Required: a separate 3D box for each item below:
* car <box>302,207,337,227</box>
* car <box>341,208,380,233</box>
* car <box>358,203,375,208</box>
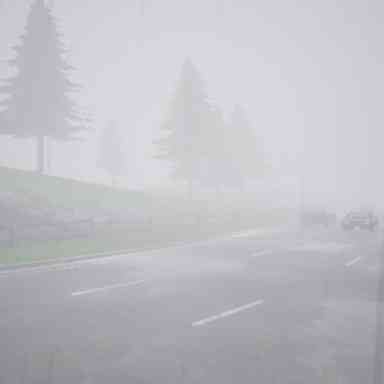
[{"bbox_3d":[10.696,2.023,27.703,1.882,1.535,5.008,-2,-2,35],"label":"car"},{"bbox_3d":[11.723,2.009,22.955,1.895,1.301,4.718,-2,-2,34],"label":"car"},{"bbox_3d":[26.288,2.360,50.114,2.128,1.511,4.902,-2,-2,35],"label":"car"}]
